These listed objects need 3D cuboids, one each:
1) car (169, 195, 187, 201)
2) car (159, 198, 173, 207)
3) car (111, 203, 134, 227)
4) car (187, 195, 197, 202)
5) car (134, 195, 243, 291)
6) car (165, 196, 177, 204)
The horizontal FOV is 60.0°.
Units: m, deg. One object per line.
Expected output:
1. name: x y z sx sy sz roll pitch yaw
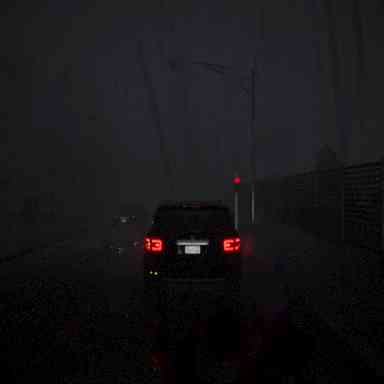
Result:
1. car: -3.803 1.568 87.234 4.718 1.301 1.895 0 0 40
2. car: -4.153 1.584 53.590 1.895 1.301 4.718 0 0 0
3. car: -4.126 1.484 22.552 2.128 1.511 4.902 0 0 0
4. car: -0.097 1.454 77.545 1.882 1.535 5.008 0 0 -4
5. car: 0.033 1.219 9.158 2.150 2.045 5.566 0 0 0
6. car: -4.098 1.527 67.043 2.033 1.411 5.357 0 0 0
